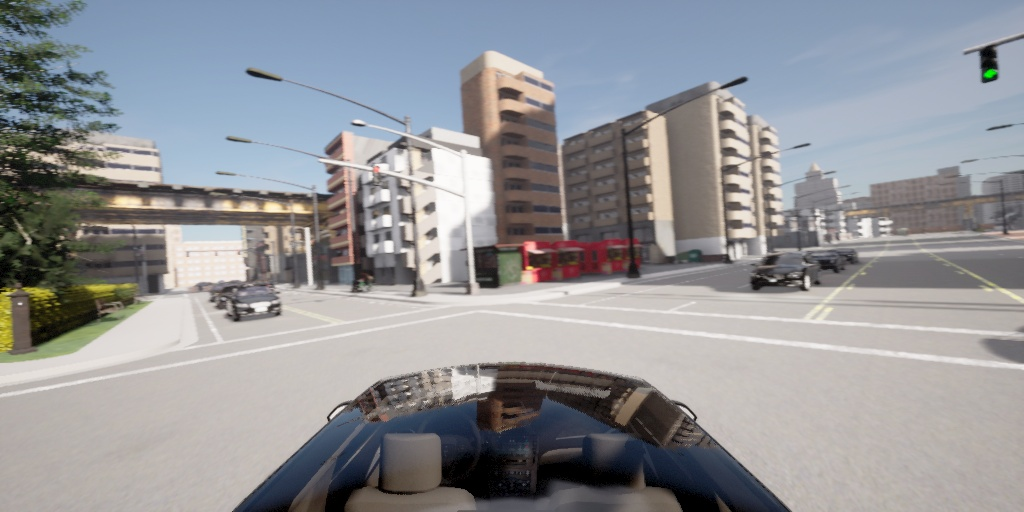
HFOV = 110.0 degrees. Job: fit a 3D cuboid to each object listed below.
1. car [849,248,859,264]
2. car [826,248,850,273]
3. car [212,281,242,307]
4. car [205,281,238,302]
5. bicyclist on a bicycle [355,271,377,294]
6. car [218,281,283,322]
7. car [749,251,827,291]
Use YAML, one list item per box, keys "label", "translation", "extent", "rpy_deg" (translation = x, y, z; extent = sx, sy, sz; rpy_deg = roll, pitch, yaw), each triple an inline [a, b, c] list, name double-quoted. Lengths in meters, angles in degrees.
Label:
- label: "car"
  translation: [26.674, 0.000, 29.123]
  extent: [4.718, 1.301, 1.895]
  rpy_deg: [-3, -1, -42]
- label: "car"
  translation: [19.183, 0.339, 22.237]
  extent: [4.718, 1.301, 1.895]
  rpy_deg: [-3, -1, -42]
- label: "car"
  translation: [-18.933, 2.723, 24.477]
  extent: [1.812, 1.442, 4.674]
  rpy_deg: [-4, 0, -42]
- label: "car"
  translation: [-25.881, 3.276, 32.150]
  extent: [2.033, 1.411, 5.357]
  rpy_deg: [-4, 0, -42]
- label: "bicyclist on a bicycle"
  translation: [-10.883, 1.948, 26.703]
  extent: [1.656, 1.620, 0.582]
  rpy_deg: [-4, 0, -42]
- label: "car"
  translation: [-12.757, 2.217, 17.669]
  extent: [2.128, 1.511, 4.902]
  rpy_deg: [-4, 0, -42]
- label: "car"
  translation: [11.774, 0.605, 15.400]
  extent: [4.892, 1.490, 1.837]
  rpy_deg: [-3, -1, -42]
